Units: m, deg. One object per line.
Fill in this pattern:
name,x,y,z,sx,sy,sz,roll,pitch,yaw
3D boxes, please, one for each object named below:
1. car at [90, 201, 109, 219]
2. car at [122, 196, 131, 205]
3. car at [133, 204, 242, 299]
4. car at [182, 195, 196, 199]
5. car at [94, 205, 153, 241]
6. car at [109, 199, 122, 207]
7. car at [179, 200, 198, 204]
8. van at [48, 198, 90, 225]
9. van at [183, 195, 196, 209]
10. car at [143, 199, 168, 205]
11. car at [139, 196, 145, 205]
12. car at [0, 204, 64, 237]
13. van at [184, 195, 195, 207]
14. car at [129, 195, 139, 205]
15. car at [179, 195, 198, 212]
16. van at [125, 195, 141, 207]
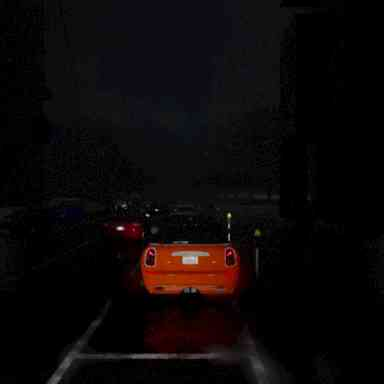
car,-8.909,1.530,28.841,1.752,1.417,4.829,0,0,0
car,-8.909,1.534,39.716,1.752,1.417,4.829,0,0,0
car,-0.032,1.353,8.620,2.097,1.767,4.553,0,0,0
car,-0.384,1.446,34.448,1.967,1.590,4.097,0,0,0
car,-3.142,1.565,16.583,1.994,1.385,4.181,0,0,0
car,-8.909,1.572,34.448,1.947,1.339,4.313,0,0,0
car,-0.384,1.528,23.743,1.752,1.417,4.829,0,0,0
van,-8.909,1.344,23.573,1.690,1.788,3.998,0,0,0
van,-0.384,1.353,45.324,1.690,1.788,3.998,0,0,0
car,-3.143,1.570,31.571,1.994,1.385,4.181,0,0,0
car,-6.147,1.613,47.905,1.895,1.301,4.718,0,0,0
car,-8.909,1.567,18.136,1.947,1.339,4.313,0,0,0
van,-0.384,1.356,50.761,1.690,1.788,3.998,0,0,0
car,-8.910,1.452,45.324,1.967,1.590,4.097,0,0,0
car,-0.384,1.324,39.886,2.192,1.841,5.009,0,0,0
van,-8.910,1.356,50.762,1.690,1.788,3.998,0,0,0
